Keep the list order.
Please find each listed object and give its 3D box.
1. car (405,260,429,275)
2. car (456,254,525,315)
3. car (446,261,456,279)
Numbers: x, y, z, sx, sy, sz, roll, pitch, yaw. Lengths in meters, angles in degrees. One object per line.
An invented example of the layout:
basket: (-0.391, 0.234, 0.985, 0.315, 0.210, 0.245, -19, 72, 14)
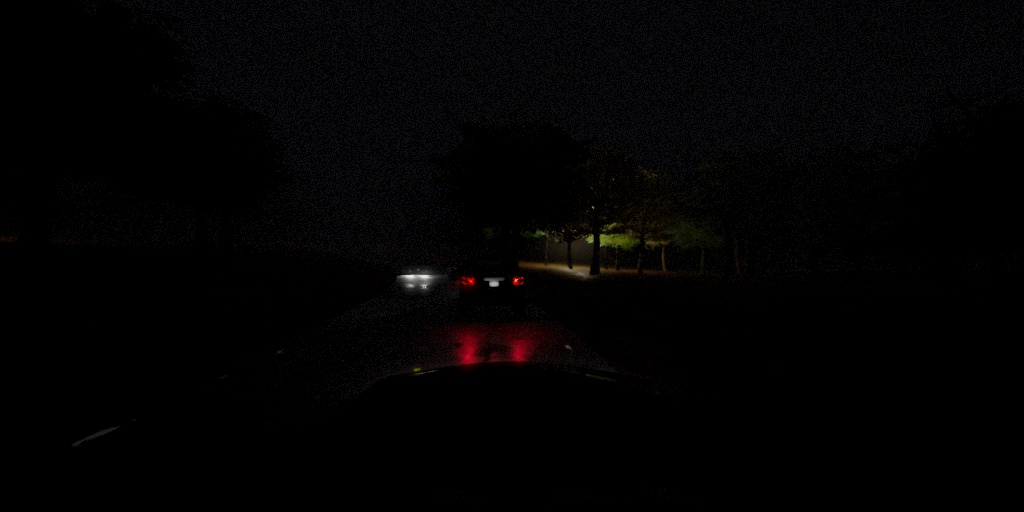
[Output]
car: (-9.092, 1.026, 34.239, 1.994, 1.385, 4.181, 1, 1, -19)
car: (-0.876, 0.948, 13.658, 2.150, 2.045, 5.566, 0, 0, -7)
car: (-4.329, 1.087, 29.719, 1.837, 1.490, 4.892, 1, 0, -16)
